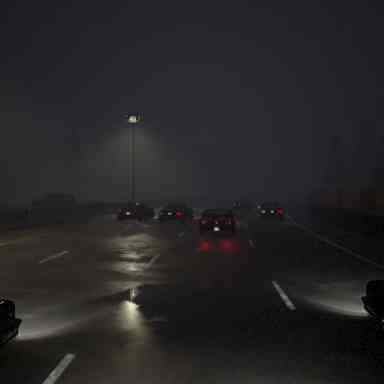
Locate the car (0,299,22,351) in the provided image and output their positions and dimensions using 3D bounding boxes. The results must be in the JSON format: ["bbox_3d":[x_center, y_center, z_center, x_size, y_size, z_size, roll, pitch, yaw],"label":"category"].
[{"bbox_3d":[-3.331,1.538,2.139,2.033,1.411,5.357,0,0,1],"label":"car"}]

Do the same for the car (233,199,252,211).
[{"bbox_3d":[6.158,1.500,40.527,2.033,1.411,5.357,0,0,16],"label":"car"}]

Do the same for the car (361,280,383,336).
[{"bbox_3d":[3.699,1.550,3.122,2.033,1.411,5.357,0,0,2],"label":"car"}]

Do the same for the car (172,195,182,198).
[{"bbox_3d":[-2.832,1.364,74.995,2.128,1.511,4.902,0,0,26],"label":"car"}]

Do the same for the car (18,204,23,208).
[{"bbox_3d":[-16.766,1.442,36.322,1.812,1.442,4.674,0,0,13],"label":"car"}]

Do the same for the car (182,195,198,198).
[{"bbox_3d":[0.245,1.446,73.326,1.895,1.301,4.718,0,0,26],"label":"car"}]

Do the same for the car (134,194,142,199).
[{"bbox_3d":[-11.324,1.224,73.538,2.097,1.767,4.553,0,0,25],"label":"car"}]

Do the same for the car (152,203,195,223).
[{"bbox_3d":[-1.063,1.509,25.041,2.033,1.411,5.357,0,0,10],"label":"car"}]

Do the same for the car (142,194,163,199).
[{"bbox_3d":[-8.213,1.234,71.934,2.097,1.767,4.553,0,0,25],"label":"car"}]

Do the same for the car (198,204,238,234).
[{"bbox_3d":[1.546,1.576,19.048,1.895,1.301,4.718,0,0,8],"label":"car"}]

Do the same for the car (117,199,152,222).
[{"bbox_3d":[-4.335,1.518,26.322,1.994,1.385,4.181,0,0,10],"label":"car"}]

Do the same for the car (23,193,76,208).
[{"bbox_3d":[-13.840,1.148,33.513,2.150,2.045,5.566,0,0,12],"label":"car"}]

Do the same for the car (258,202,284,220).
[{"bbox_3d":[6.498,1.519,27.417,2.033,1.411,5.357,0,0,11],"label":"car"}]
